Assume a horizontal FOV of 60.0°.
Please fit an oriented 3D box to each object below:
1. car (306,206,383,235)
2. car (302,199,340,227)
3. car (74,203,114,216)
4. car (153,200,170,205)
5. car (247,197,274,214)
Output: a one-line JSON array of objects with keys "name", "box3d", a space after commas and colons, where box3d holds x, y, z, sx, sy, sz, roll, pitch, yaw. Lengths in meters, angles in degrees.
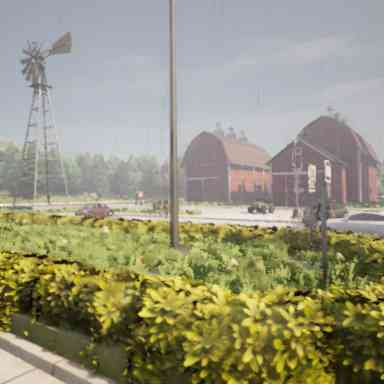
[{"name": "car", "box3d": [7.893, 1.551, 15.014, 1.812, 1.442, 4.674, 0, 0, -45]}, {"name": "car", "box3d": [8.553, 1.368, 21.067, 1.932, 1.855, 4.605, -1, 0, 35]}, {"name": "car", "box3d": [-9.935, 1.827, 33.848, 1.784, 1.438, 3.905, -1, 0, 35]}, {"name": "car", "box3d": [-3.511, 1.826, 45.058, 1.816, 1.474, 4.193, -1, 0, 35]}, {"name": "car", "box3d": [7.842, 1.485, 37.770, 1.905, 1.878, 3.866, -1, 0, 35]}]
